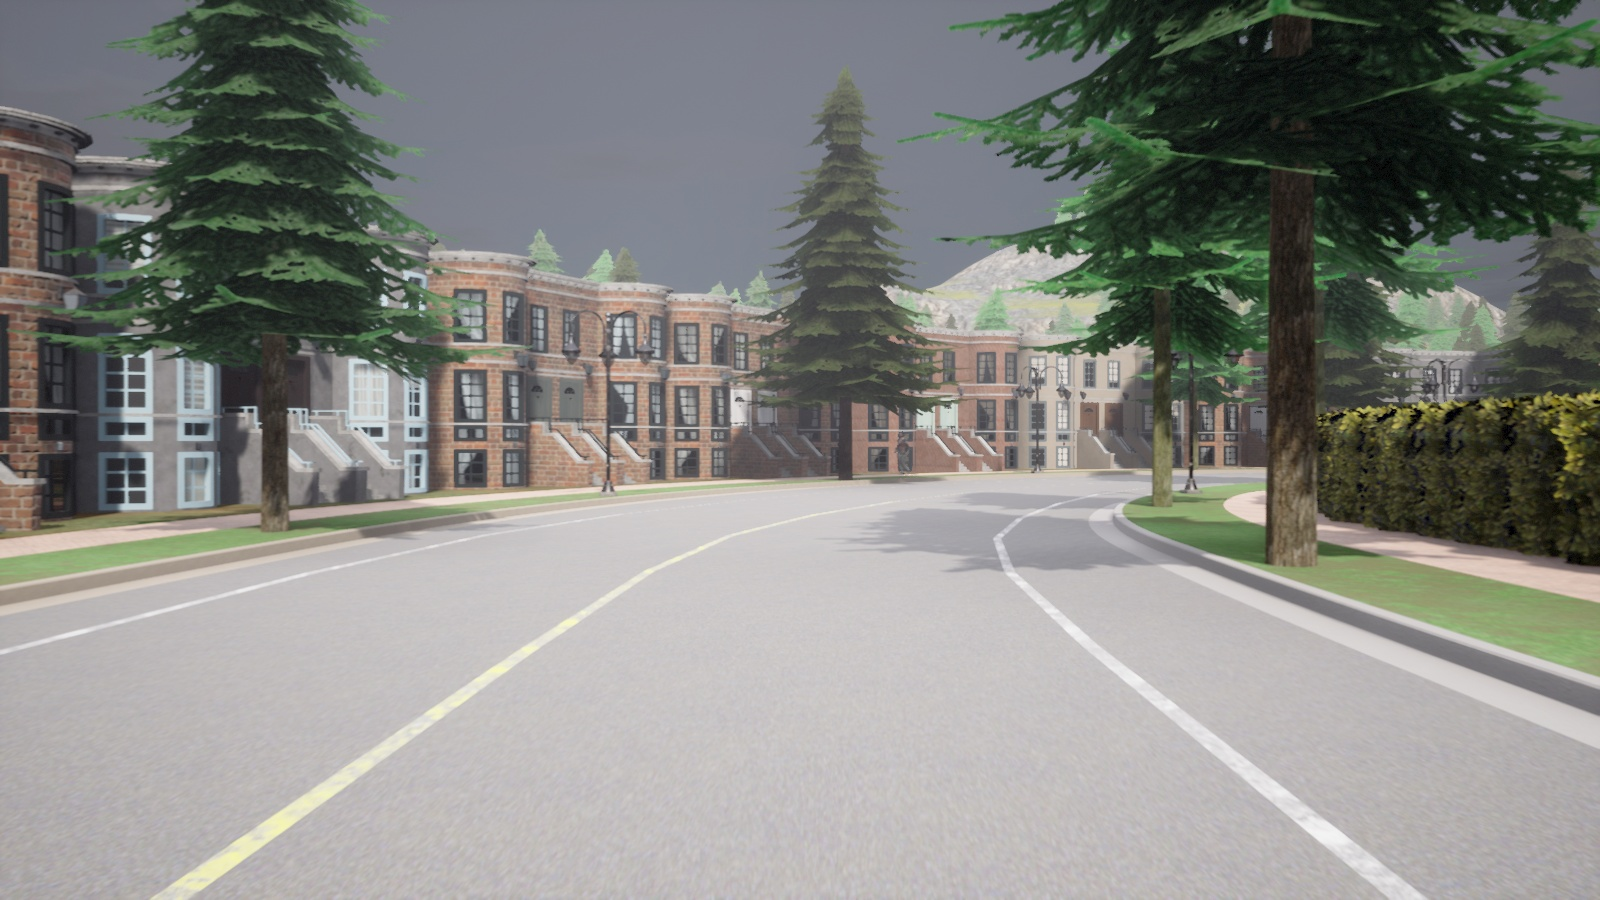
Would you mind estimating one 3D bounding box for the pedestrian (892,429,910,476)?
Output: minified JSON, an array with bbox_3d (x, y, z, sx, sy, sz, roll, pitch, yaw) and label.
[{"bbox_3d":[4.175,0.112,51.904,0.666,1.930,0.402,0,0,-41],"label":"pedestrian"}]
